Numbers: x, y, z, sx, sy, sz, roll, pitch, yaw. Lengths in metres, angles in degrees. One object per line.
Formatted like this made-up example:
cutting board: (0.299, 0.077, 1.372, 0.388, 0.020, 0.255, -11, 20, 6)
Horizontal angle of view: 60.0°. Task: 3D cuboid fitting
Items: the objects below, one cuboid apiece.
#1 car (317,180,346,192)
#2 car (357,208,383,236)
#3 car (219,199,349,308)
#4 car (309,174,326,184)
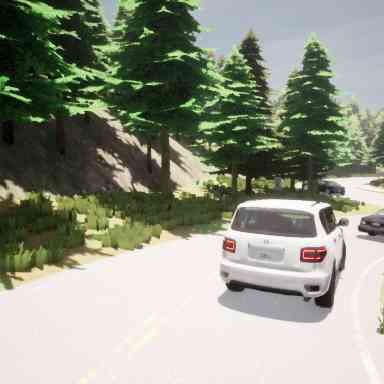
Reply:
car: (16.075, -0.561, 38.908, 1.882, 1.535, 5.008, -1, 5, -2)
car: (10.132, 1.410, 15.807, 5.357, 1.411, 2.033, -1, 5, -32)
car: (2.552, 1.198, 8.360, 2.150, 2.045, 5.566, 3, 2, 27)
car: (22.065, -2.333, 58.229, 1.882, 1.535, 5.008, 3, 6, 31)
